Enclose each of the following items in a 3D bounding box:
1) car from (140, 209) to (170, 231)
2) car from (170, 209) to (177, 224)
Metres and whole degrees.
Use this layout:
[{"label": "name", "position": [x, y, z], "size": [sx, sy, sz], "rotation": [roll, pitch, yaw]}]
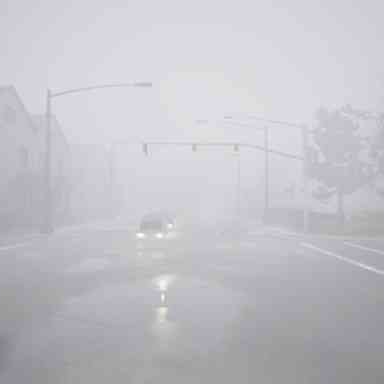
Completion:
[{"label": "car", "position": [-3.358, 2.546, 29.370], "size": [1.882, 1.535, 5.008], "rotation": [0, -2, 1]}, {"label": "car", "position": [-3.274, 2.785, 39.323], "size": [2.097, 1.767, 4.553], "rotation": [0, -2, 1]}]
